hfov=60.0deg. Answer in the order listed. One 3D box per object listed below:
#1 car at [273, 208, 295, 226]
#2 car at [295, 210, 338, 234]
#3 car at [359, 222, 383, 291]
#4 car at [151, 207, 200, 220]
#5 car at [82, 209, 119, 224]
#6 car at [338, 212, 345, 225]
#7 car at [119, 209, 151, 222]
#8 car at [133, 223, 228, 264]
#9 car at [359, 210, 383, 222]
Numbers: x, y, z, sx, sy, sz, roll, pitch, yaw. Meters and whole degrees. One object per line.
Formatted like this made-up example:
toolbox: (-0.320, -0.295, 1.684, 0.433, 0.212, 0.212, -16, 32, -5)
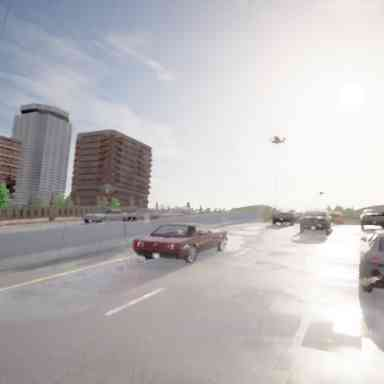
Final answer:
car: (8.813, 2.284, 30.840, 2.128, 1.511, 4.902, -1, -4, 27)
car: (8.476, 1.954, 22.409, 1.837, 1.490, 4.892, -1, -1, 27)
car: (5.646, 1.742, 9.035, 1.994, 1.385, 4.181, -1, -1, 27)
car: (-1.017, 2.019, 27.340, 1.882, 1.535, 5.008, -1, -2, 27)
car: (-7.561, 2.185, 29.909, 1.895, 1.301, 4.718, -1, -2, 27)
car: (16.271, 2.984, 37.841, 1.882, 1.535, 5.008, -1, -6, 27)
car: (-4.043, 2.139, 29.112, 1.994, 1.385, 4.181, -1, -2, 27)
car: (-0.175, 1.855, 13.035, 1.895, 1.301, 4.718, -1, -1, 27)
car: (14.567, 2.164, 26.708, 2.128, 1.511, 4.902, -1, -3, 27)
